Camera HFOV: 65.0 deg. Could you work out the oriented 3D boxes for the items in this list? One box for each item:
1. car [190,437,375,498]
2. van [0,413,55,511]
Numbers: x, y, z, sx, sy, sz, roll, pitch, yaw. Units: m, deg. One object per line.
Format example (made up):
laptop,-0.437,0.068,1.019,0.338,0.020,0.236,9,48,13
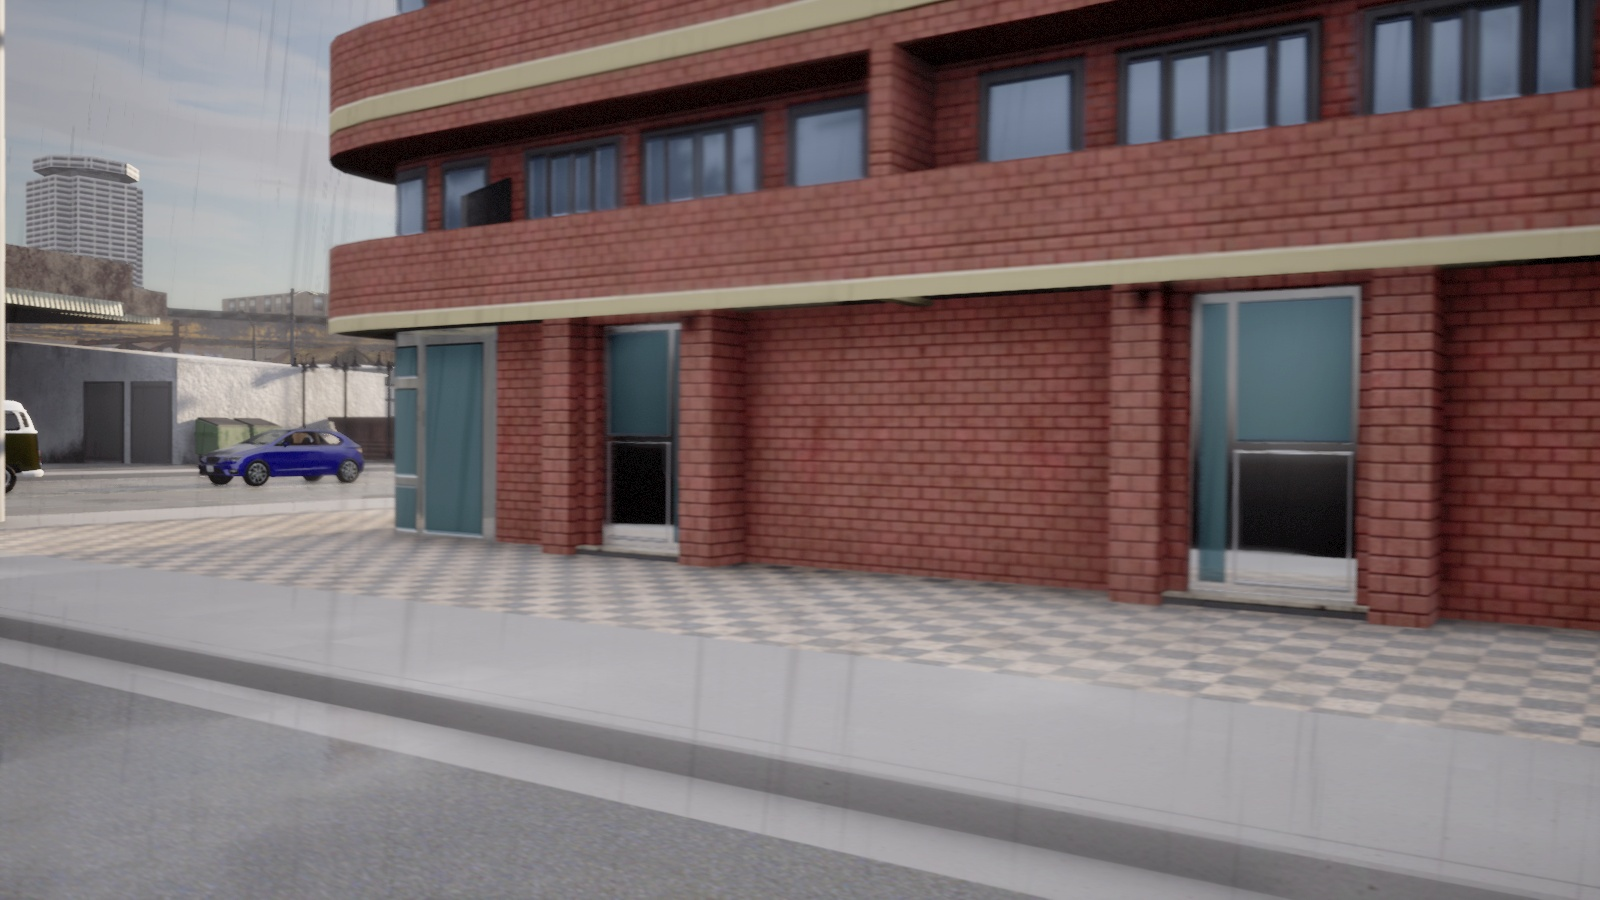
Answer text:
car,-13.525,0.411,33.033,1.816,1.474,4.193,0,1,33
van,-18.188,0.265,25.809,2.069,2.038,4.480,0,1,32
